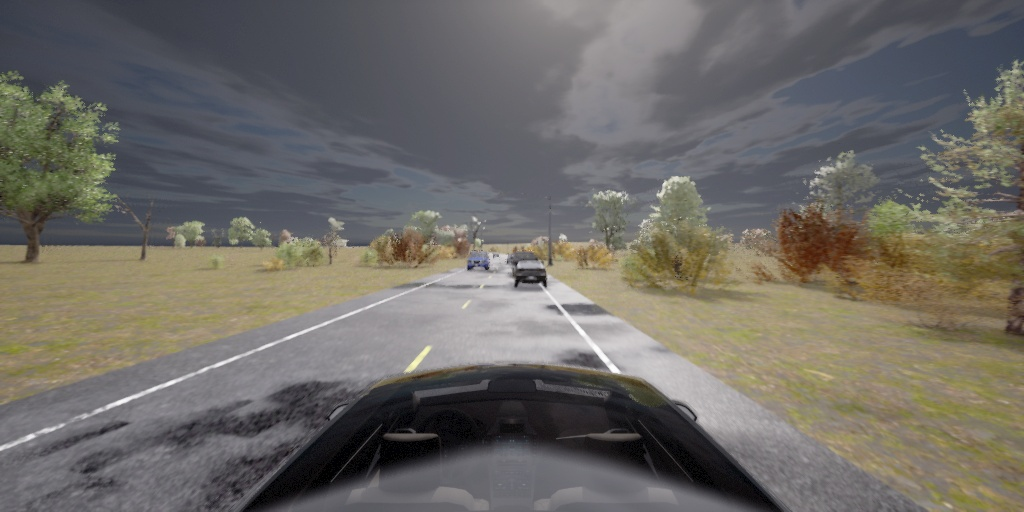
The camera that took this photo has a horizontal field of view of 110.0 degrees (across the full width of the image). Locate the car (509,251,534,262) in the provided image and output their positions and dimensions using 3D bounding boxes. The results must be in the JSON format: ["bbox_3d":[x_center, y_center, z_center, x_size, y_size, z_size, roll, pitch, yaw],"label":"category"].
[{"bbox_3d":[1.050,0.612,31.942,2.150,2.045,5.566,0,1,0],"label":"car"}]

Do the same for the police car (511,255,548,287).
[{"bbox_3d":[1.050,0.938,22.024,1.930,1.638,5.238,0,1,0],"label":"police car"}]

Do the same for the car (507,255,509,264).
[{"bbox_3d":[0.013,0.562,59.626,2.033,1.411,5.357,0,1,0],"label":"car"}]

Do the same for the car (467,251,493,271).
[{"bbox_3d":[-3.578,0.517,39.030,2.150,2.045,5.566,0,1,0],"label":"car"}]
